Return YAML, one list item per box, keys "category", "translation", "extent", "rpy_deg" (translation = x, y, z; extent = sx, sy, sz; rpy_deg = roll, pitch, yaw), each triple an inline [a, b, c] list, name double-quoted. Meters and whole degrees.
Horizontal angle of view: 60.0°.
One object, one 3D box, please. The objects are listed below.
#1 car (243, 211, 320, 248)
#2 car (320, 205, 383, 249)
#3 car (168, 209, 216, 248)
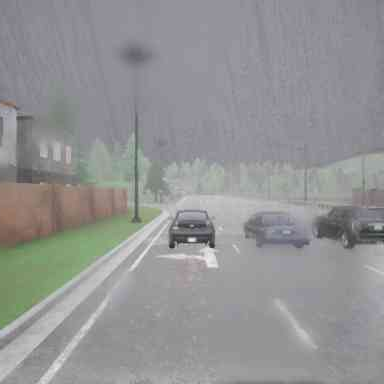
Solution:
- category: "car"
  translation: [3.500, 1.560, 14.659]
  extent: [2.033, 1.411, 5.357]
  rpy_deg: [0, 0, 0]
- category: "car"
  translation: [7.000, 1.363, 14.629]
  extent: [2.097, 1.767, 4.553]
  rpy_deg: [0, 0, 0]
- category: "car"
  translation: [0.000, 1.513, 14.659]
  extent: [1.837, 1.490, 4.892]
  rpy_deg: [0, 0, 0]
